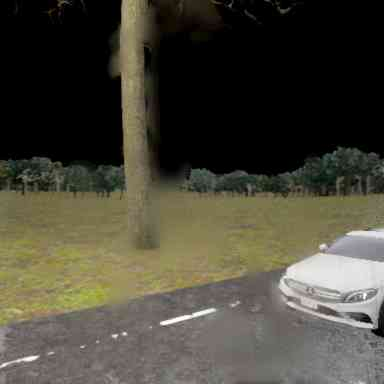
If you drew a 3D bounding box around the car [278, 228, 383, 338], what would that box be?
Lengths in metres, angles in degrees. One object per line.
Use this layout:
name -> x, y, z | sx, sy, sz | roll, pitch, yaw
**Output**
car -> 3.773, 1.507, 6.688 | 4.674, 1.442, 1.812 | 0, 0, -36
